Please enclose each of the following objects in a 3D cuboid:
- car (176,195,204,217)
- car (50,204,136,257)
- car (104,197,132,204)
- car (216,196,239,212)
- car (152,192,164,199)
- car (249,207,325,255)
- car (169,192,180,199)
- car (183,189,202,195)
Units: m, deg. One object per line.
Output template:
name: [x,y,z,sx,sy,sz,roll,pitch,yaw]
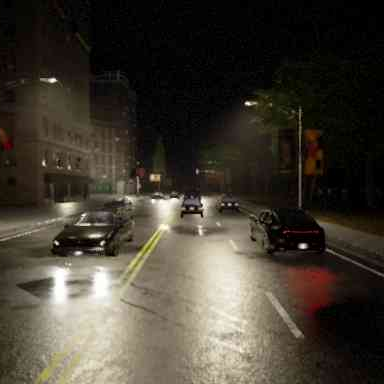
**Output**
car: [0.006,1.190,26.468,2.033,1.411,5.357,0,1,0]
car: [-3.331,1.380,12.419,2.033,1.411,5.357,0,1,0]
car: [-6.508,1.150,29.413,2.033,1.411,5.357,0,1,0]
car: [3.305,1.120,31.509,2.033,1.411,5.357,0,1,1]
car: [-6.514,0.728,63.606,1.895,1.301,4.718,0,1,0]
car: [3.349,1.337,12.455,1.837,1.490,4.892,0,1,0]
car: [-3.262,0.674,63.607,2.033,1.411,5.357,0,1,0]
car: [0.063,0.637,43.080,2.150,2.045,5.566,0,1,1]
